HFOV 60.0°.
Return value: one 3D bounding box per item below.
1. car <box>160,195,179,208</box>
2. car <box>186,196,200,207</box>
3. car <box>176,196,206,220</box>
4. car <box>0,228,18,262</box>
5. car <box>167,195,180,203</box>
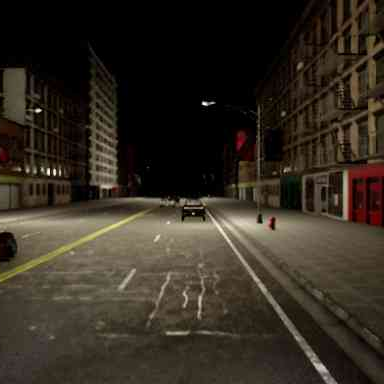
[{"bbox_3d":[-3.150,1.357,43.999,1.895,1.301,4.718,0,0,0],"label":"car"},{"bbox_3d":[0.104,1.270,46.150,1.812,1.442,4.674,0,1,0],"label":"car"},{"bbox_3d":[0.101,1.346,26.320,2.128,1.511,4.902,0,0,0],"label":"car"},{"bbox_3d":[-6.601,1.513,9.011,1.994,1.385,4.181,0,0,0],"label":"car"},{"bbox_3d":[-3.250,1.240,58.881,1.994,1.385,4.181,0,0,0],"label":"car"}]
